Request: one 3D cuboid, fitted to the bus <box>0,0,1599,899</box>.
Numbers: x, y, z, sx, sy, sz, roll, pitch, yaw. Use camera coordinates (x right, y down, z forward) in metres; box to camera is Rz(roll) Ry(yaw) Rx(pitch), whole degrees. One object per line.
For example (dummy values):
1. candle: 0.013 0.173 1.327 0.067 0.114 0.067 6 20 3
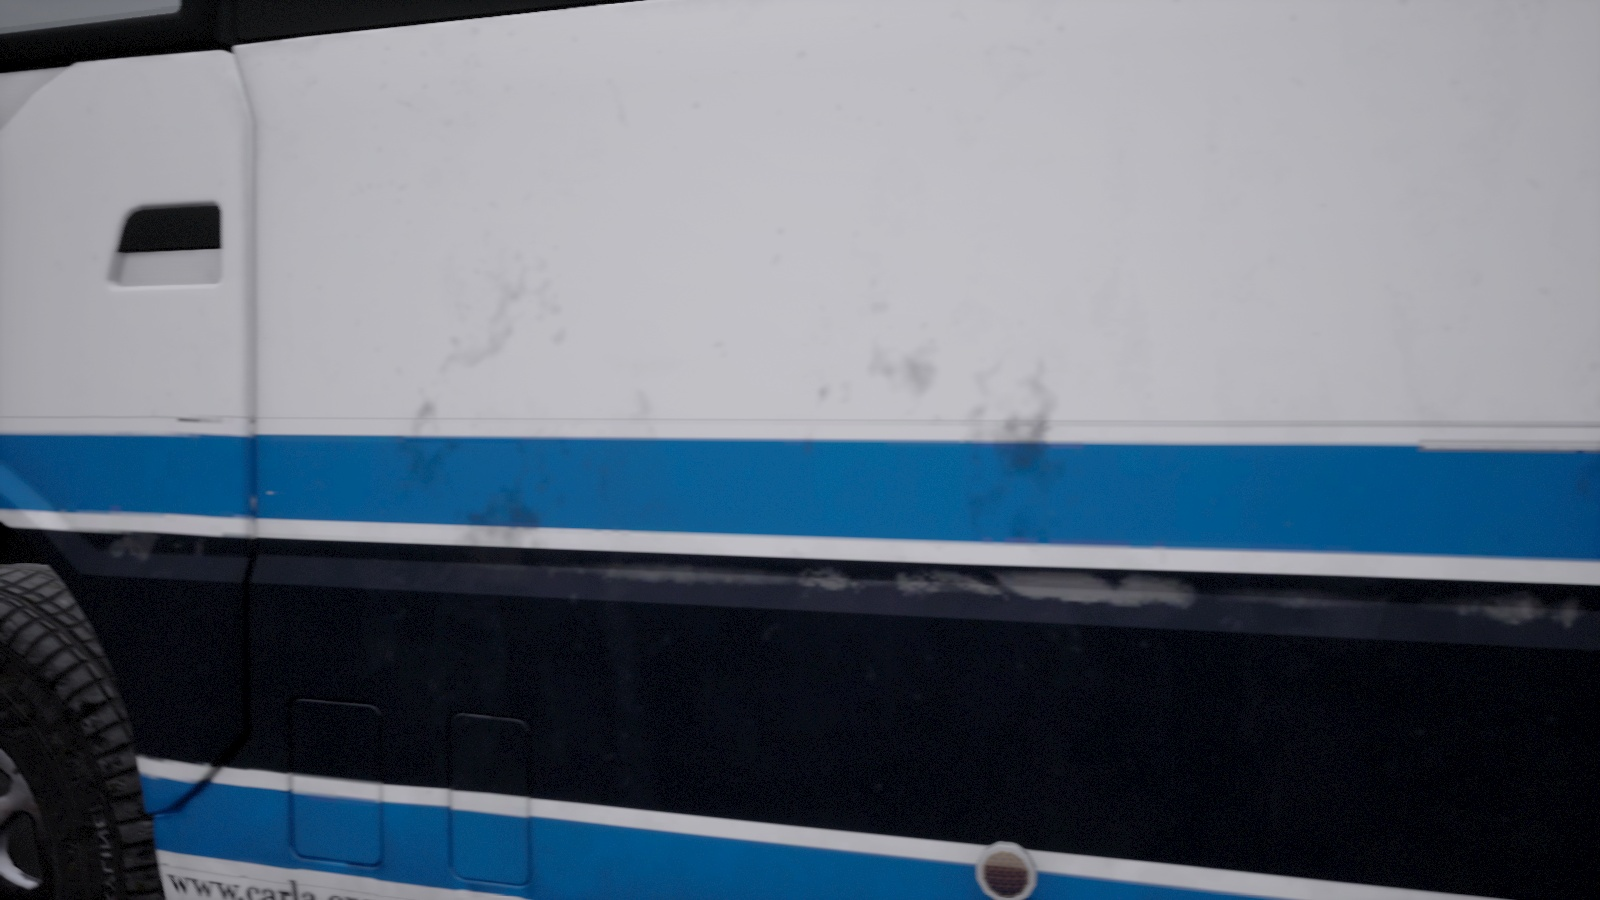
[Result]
1. bus: 1.386 -0.597 3.236 10.273 4.253 3.944 1 1 17
